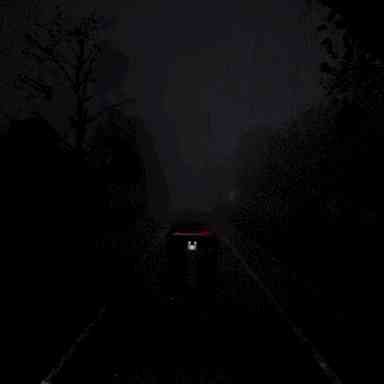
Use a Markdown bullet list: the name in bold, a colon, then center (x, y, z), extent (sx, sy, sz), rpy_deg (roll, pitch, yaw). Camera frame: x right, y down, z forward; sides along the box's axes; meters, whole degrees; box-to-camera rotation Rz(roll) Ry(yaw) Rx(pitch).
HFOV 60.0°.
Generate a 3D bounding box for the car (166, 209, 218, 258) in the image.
- **car**: center (0.020, 1.668, 13.540), extent (2.128, 1.511, 4.902), rpy_deg (0, -1, 0)

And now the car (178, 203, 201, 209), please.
- **car**: center (0.029, 1.906, 29.278), extent (1.882, 1.535, 5.008), rpy_deg (0, -1, 1)

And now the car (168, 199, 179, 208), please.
- **car**: center (-3.522, 2.183, 64.681), extent (2.097, 1.767, 4.553), rpy_deg (0, -1, 1)
